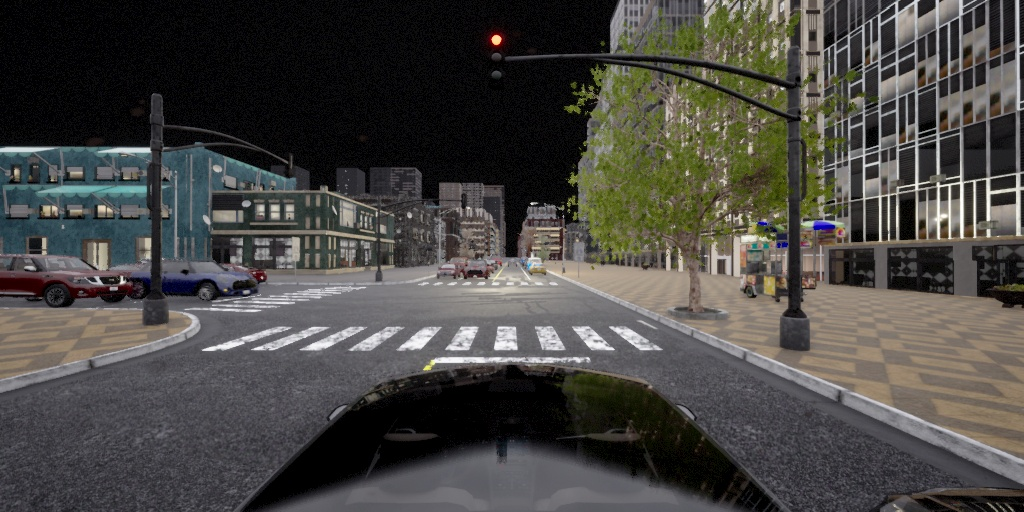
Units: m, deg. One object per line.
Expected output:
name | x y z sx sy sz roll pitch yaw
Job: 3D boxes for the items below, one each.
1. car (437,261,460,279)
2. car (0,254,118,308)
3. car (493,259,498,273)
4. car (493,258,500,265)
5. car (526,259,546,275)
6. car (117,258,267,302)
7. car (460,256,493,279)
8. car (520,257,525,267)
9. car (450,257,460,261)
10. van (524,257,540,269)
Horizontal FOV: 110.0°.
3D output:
car | -5.672 1.335 32.504 1.802 1.307 4.207 0 0 0
car | -17.151 0.850 13.122 5.009 1.841 2.192 0 0 -1
car | -3.077 1.319 42.115 1.994 1.385 4.181 0 0 0
car | -3.062 1.282 52.197 1.812 1.442 4.674 0 0 0
car | 2.711 1.279 38.223 1.751 1.417 4.829 0 0 0
car | -13.651 0.943 15.535 4.553 1.767 2.097 1 0 3
car | -3.082 1.105 32.201 2.097 1.767 4.553 0 0 0
car | 2.720 1.307 54.706 2.007 1.370 4.403 0 0 0
car | -5.669 1.069 38.055 2.192 1.841 5.009 0 0 0
van | 2.715 1.096 43.604 1.690 1.789 3.998 0 0 0
